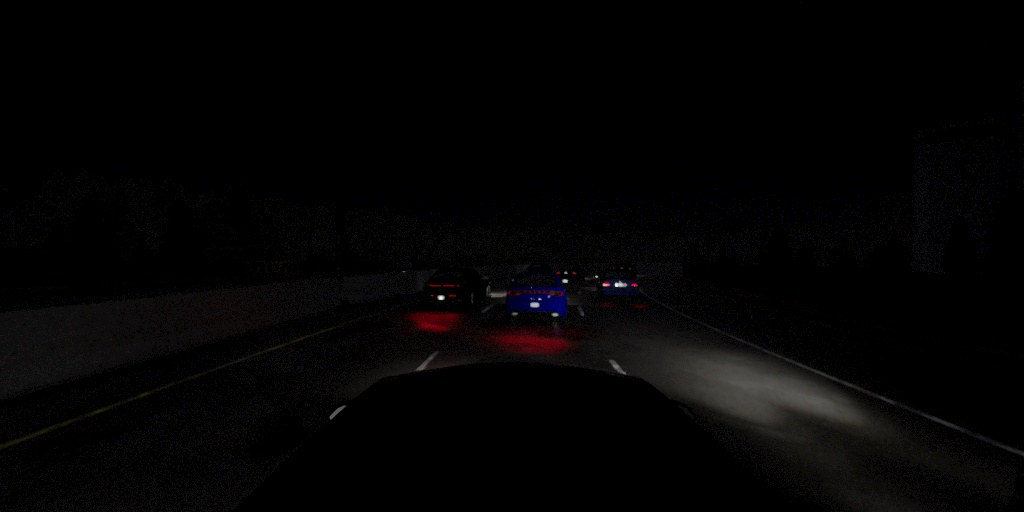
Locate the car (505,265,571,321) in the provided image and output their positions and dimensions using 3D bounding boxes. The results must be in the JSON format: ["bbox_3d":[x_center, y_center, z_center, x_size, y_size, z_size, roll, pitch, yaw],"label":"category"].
[{"bbox_3d":[0.945,1.247,12.670,1.882,1.535,5.008,0,0,7],"label":"car"}]

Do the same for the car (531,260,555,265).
[{"bbox_3d":[2.609,1.366,33.879,1.812,1.442,4.674,0,0,20],"label":"car"}]

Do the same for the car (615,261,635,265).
[{"bbox_3d":[11.820,1.273,37.663,2.097,1.767,4.553,0,0,25],"label":"car"}]

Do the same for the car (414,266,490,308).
[{"bbox_3d":[-2.211,1.253,15.270,1.837,1.490,4.892,0,0,8],"label":"car"}]

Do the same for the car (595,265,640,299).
[{"bbox_3d":[5.396,1.363,18.600,2.033,1.411,5.357,0,0,12],"label":"car"}]

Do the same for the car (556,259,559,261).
[{"bbox_3d":[4.881,1.514,54.541,2.033,1.411,5.357,0,0,32],"label":"car"}]

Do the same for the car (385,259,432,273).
[{"bbox_3d":[-9.084,1.227,32.671,1.882,1.535,5.008,0,0,18],"label":"car"}]

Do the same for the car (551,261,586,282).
[{"bbox_3d":[5.080,1.393,30.600,2.033,1.411,5.357,0,0,19],"label":"car"}]

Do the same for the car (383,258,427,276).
[{"bbox_3d":[-11.099,1.109,37.564,2.097,1.767,4.553,0,0,21],"label":"car"}]
